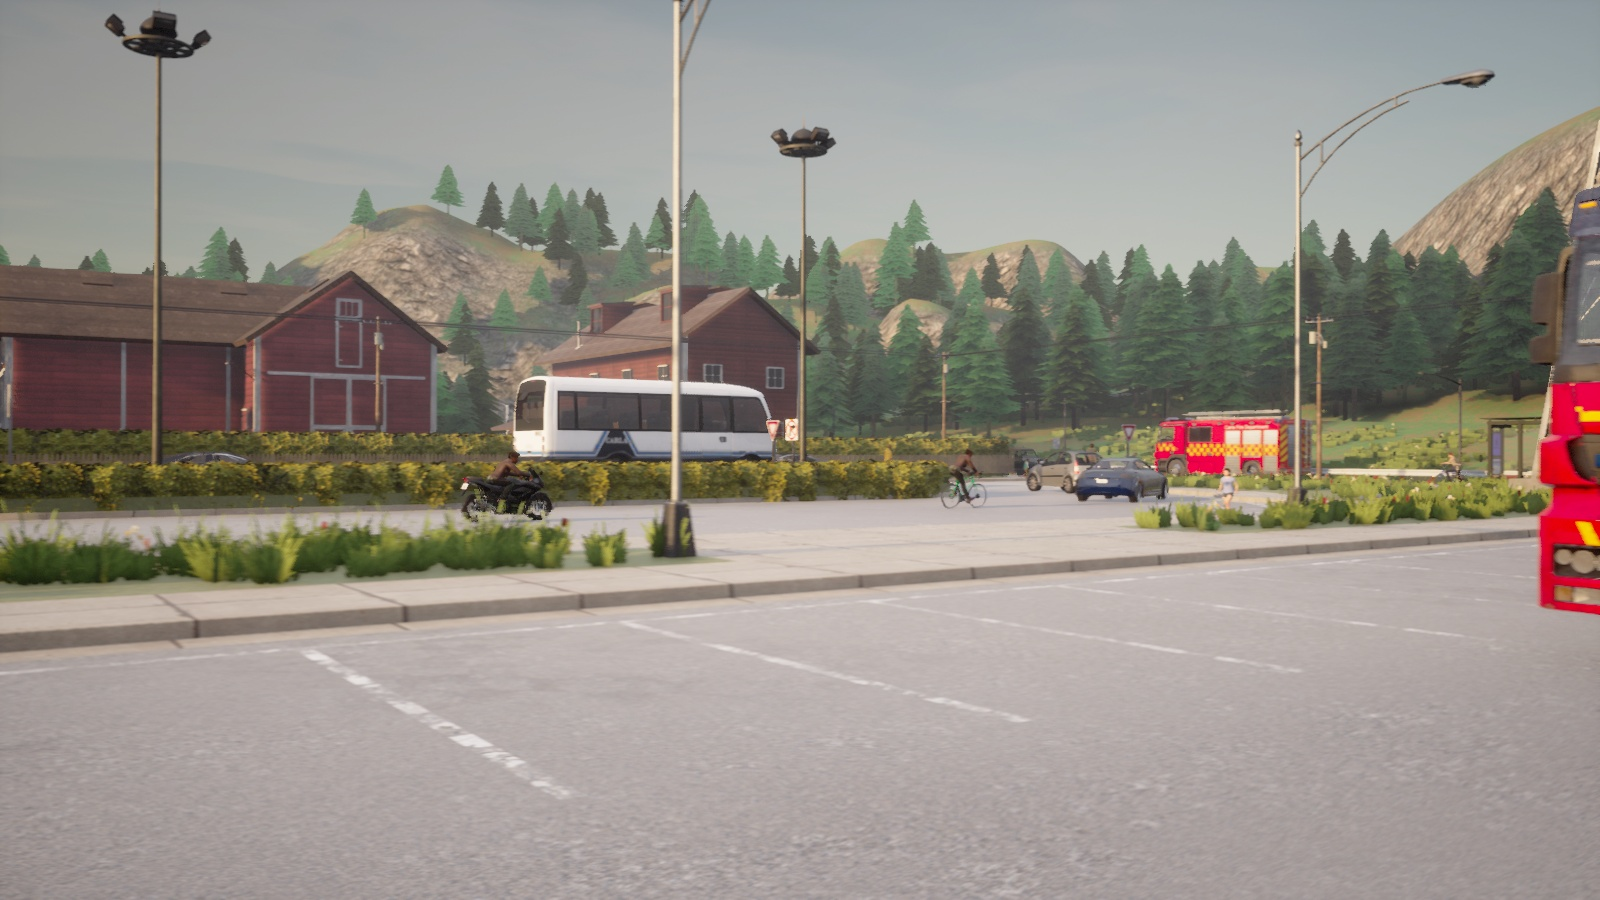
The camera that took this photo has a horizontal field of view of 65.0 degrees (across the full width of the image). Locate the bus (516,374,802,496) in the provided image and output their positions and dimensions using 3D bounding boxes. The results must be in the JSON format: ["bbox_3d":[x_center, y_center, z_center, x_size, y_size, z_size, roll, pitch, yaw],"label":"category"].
[{"bbox_3d":[-5.285,-0.502,48.257,10.273,4.253,3.944,0,0,-34],"label":"bus"}]

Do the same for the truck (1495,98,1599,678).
[{"bbox_3d":[9.198,-0.415,10.065,8.468,3.827,2.891,0,0,-35],"label":"truck"}]

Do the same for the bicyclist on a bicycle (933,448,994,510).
[{"bbox_3d":[4.433,0.772,33.990,1.656,1.620,0.582,0,0,-35],"label":"bicyclist on a bicycle"}]

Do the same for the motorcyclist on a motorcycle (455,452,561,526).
[{"bbox_3d":[-6.197,0.805,26.694,2.044,1.523,0.797,0,0,-35],"label":"motorcyclist on a motorcycle"}]

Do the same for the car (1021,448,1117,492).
[{"bbox_3d":[10.297,0.740,48.350,1.851,1.617,3.988,0,0,-19],"label":"car"}]

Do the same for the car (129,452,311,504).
[{"bbox_3d":[-18.203,0.836,39.497,4.902,1.511,2.128,0,0,-34],"label":"car"}]

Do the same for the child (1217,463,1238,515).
[{"bbox_3d":[9.192,0.827,27.006,0.394,1.110,0.255,0,0,-41],"label":"child"}]

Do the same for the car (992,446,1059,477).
[{"bbox_3d":[13.960,0.702,77.809,1.905,1.878,3.866,0,0,-34],"label":"car"}]

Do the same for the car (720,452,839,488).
[{"bbox_3d":[-0.896,0.839,55.455,4.902,1.511,2.128,0,0,-34],"label":"car"}]

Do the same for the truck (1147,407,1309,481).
[{"bbox_3d":[23.584,-0.299,69.734,2.891,3.827,8.468,0,0,-34],"label":"truck"}]

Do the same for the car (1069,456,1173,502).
[{"bbox_3d":[10.264,0.885,39.962,1.994,1.385,4.181,0,0,32],"label":"car"}]
